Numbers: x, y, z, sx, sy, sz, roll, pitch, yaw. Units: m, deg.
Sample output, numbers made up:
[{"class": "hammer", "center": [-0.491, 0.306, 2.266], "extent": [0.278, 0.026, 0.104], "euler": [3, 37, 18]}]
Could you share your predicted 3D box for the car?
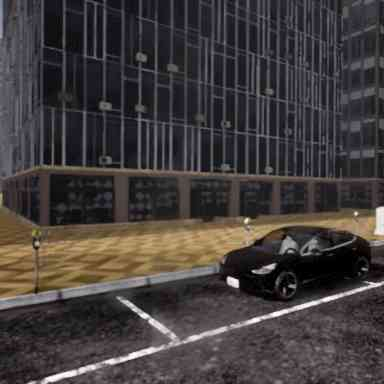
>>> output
[{"class": "car", "center": [2.686, 1.531, 8.223], "extent": [4.313, 1.339, 1.947], "euler": [0, 1, -33]}]
